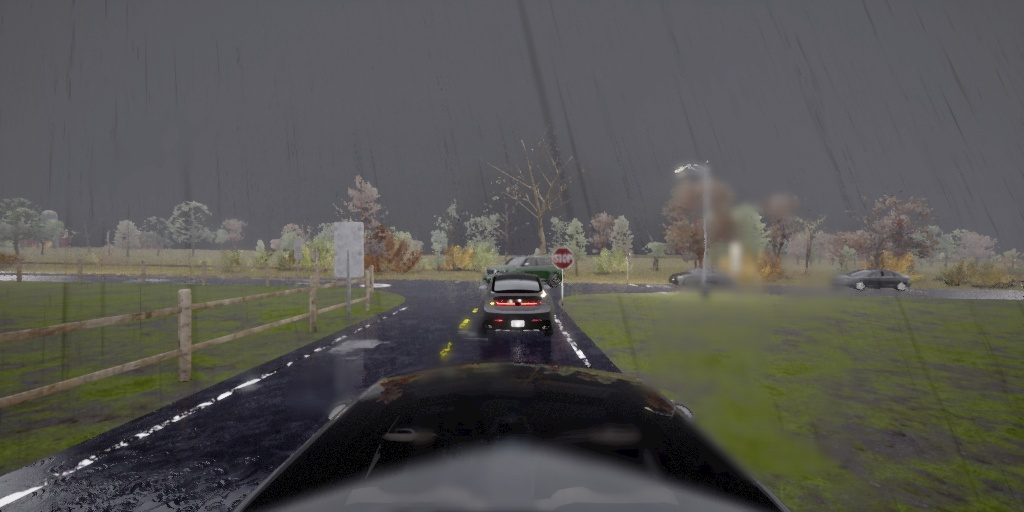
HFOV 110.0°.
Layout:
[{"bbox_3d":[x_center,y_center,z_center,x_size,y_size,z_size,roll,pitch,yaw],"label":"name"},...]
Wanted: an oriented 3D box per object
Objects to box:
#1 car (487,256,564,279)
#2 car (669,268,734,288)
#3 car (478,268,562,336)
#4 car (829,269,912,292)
[{"bbox_3d":[0.812,0.978,22.423,5.566,2.045,2.150,1,-1,-39],"label":"car"},{"bbox_3d":[13.710,1.556,26.042,4.181,1.385,1.994,1,1,0],"label":"car"},{"bbox_3d":[0.091,1.252,10.377,1.837,1.490,4.892,0,0,-1],"label":"car"},{"bbox_3d":[25.879,1.712,25.991,4.892,1.490,1.837,0,1,0],"label":"car"}]
